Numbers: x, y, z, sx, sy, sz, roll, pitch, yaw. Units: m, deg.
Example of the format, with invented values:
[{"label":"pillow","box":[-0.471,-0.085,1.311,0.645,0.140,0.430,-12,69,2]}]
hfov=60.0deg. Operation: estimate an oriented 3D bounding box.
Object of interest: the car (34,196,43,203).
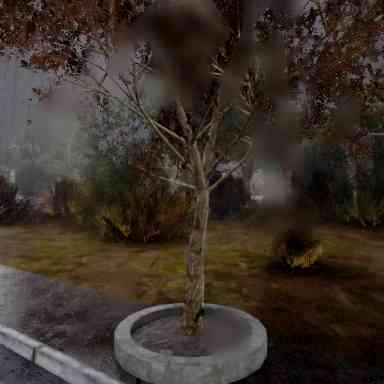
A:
[{"label":"car","box":[-16.515,1.257,40.165,1.812,1.442,4.674,1,0,32]}]

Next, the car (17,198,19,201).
[{"label":"car","box":[-22.051,1.216,44.885,2.033,1.411,5.357,1,0,32]}]
